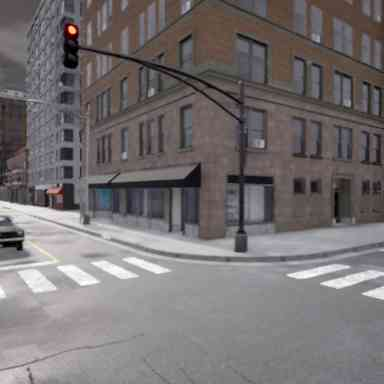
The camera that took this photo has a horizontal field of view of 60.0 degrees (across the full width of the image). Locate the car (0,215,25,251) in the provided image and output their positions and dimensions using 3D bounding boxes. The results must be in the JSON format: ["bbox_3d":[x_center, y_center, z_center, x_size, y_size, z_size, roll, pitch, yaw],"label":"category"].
[{"bbox_3d":[-8.183,1.625,13.672,1.895,1.301,4.718,0,0,-35],"label":"car"}]
